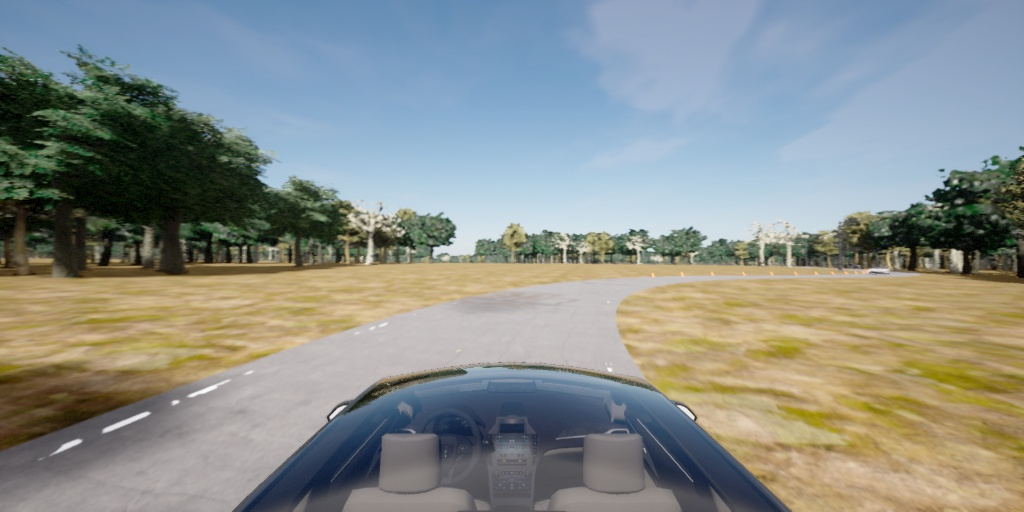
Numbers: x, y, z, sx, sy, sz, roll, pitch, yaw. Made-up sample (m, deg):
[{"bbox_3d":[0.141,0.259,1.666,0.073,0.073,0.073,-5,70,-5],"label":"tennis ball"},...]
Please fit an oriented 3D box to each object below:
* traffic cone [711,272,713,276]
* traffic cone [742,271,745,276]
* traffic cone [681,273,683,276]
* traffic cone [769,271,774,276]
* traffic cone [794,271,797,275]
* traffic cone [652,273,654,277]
[{"bbox_3d":[24.574,2.154,44.016,0.340,0.580,0.340,0,0,-22],"label":"traffic cone"},{"bbox_3d":[29.559,2.222,45.739,0.340,0.580,0.340,0,0,-16],"label":"traffic cone"},{"bbox_3d":[19.788,2.085,41.728,0.340,0.580,0.340,0,0,-29],"label":"traffic cone"},{"bbox_3d":[34.182,2.287,47.233,0.340,0.580,0.340,0,0,-19],"label":"traffic cone"},{"bbox_3d":[38.721,2.358,48.965,0.340,0.580,0.340,0,0,-22],"label":"traffic cone"},{"bbox_3d":[15.294,2.017,38.908,0.340,0.580,0.340,0,0,-35],"label":"traffic cone"}]
